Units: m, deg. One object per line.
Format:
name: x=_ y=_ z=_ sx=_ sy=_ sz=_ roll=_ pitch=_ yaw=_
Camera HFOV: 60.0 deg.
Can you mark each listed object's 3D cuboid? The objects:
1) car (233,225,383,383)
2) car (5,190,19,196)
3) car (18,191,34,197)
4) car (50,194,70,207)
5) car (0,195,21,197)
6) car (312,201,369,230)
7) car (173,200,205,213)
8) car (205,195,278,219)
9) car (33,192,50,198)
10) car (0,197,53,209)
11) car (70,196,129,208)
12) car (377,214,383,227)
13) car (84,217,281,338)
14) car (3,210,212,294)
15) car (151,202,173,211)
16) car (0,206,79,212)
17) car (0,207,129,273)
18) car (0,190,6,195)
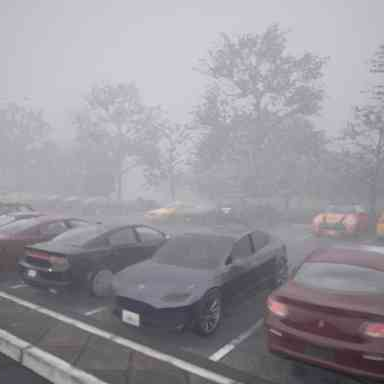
car: x=2.729 y=1.566 z=5.471 sx=2.002 sy=1.452 sz=4.674 roll=0 pitch=0 yaw=36
car: x=-16.611 y=0.817 z=35.863 sx=1.946 sy=1.575 sz=5.366 roll=3 pitch=2 yaw=36
car: x=-14.588 y=0.954 z=34.133 sx=2.163 sy=1.488 sz=4.792 roll=3 pitch=2 yaw=36
car: x=-10.056 y=1.111 z=30.880 sx=2.097 sy=1.535 sz=5.008 roll=2 pitch=1 yaw=36
car: x=-10.788 y=1.205 z=15.304 sx=2.185 sy=1.767 sz=4.553 roll=1 pitch=1 yaw=36
car: x=8.033 y=1.386 z=17.822 sx=2.185 sy=1.767 sz=4.553 roll=1 pitch=0 yaw=36
car: x=1.239 y=1.424 z=22.712 sx=2.097 sy=1.535 sz=5.008 roll=1 pitch=1 yaw=36
car: x=3.513 y=1.210 z=21.092 sx=2.435 sy=2.045 sz=5.566 roll=1 pitch=1 yaw=36
car: x=-12.314 y=1.022 z=32.516 sx=2.097 sy=1.535 sz=5.008 roll=2 pitch=1 yaw=36
car: x=-8.537 y=1.258 z=13.674 sx=2.185 sy=1.767 sz=4.553 roll=1 pitch=1 yaw=36
car: x=-7.694 y=1.195 z=29.168 sx=2.231 sy=1.521 sz=4.892 roll=2 pitch=1 yaw=36
car: x=10.267 y=1.524 z=16.159 sx=2.097 sy=1.535 sz=5.008 roll=0 pitch=0 yaw=36
car: x=0.457 y=1.543 z=7.084 sx=2.163 sy=1.488 sz=4.792 roll=0 pitch=0 yaw=36
car: x=-1.785 y=1.493 z=8.738 sx=2.097 sy=1.535 sz=5.008 roll=1 pitch=0 yaw=36
car: x=-1.132 y=1.376 z=24.193 sx=1.946 sy=1.575 sz=5.366 roll=1 pitch=1 yaw=36
car: x=-6.299 y=1.468 z=12.017 sx=2.002 sy=1.452 sz=4.674 roll=1 pitch=0 yaw=36
car: x=-4.045 y=1.465 z=10.374 sx=2.097 sy=1.535 sz=5.008 roll=1 pitch=0 yaw=36
car: x=-18.872 y=0.697 z=37.502 sx=1.946 sy=1.575 sz=5.366 roll=3 pitch=2 yaw=36
